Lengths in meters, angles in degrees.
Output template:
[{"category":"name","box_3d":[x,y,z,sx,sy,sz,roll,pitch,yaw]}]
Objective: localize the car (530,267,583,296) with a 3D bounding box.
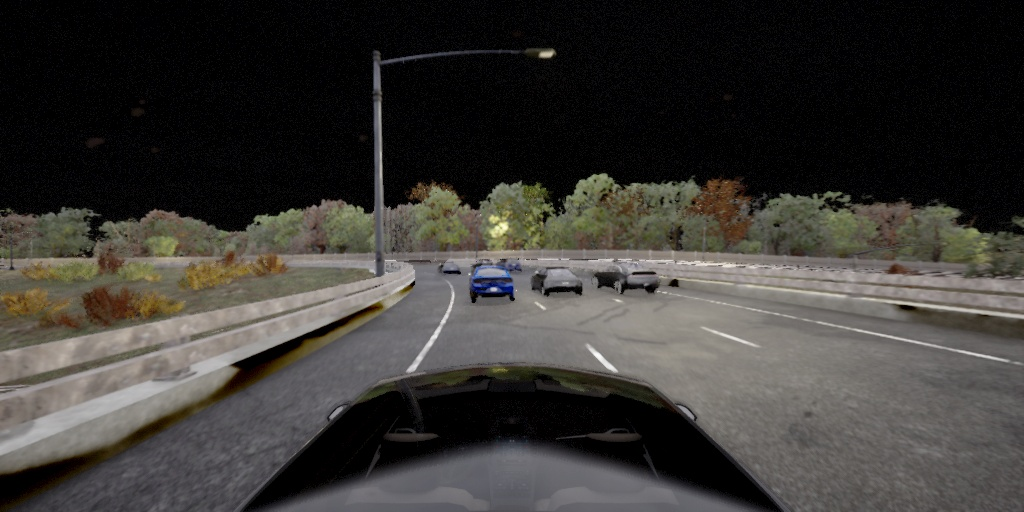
[{"category":"car","box_3d":[2.207,1.240,18.787,1.994,1.385,4.181,-1,0,-9]}]

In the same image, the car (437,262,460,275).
[{"category":"car","box_3d":[-7.122,1.335,40.255,1.994,1.385,4.181,-1,0,-21]}]

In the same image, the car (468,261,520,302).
[{"category":"car","box_3d":[-1.065,1.209,17.141,1.882,1.535,5.008,-1,0,-8]}]

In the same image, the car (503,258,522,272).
[{"category":"car","box_3d":[-0.530,1.016,42.542,2.097,1.767,4.553,-1,0,-20]}]

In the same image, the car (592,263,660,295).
[{"category":"car","box_3d":[5.748,1.114,18.678,2.128,1.511,4.902,-1,0,-8]}]

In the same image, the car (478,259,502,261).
[{"category":"car","box_3d":[-3.156,1.203,39.644,2.128,1.511,4.902,-1,0,-20]}]
